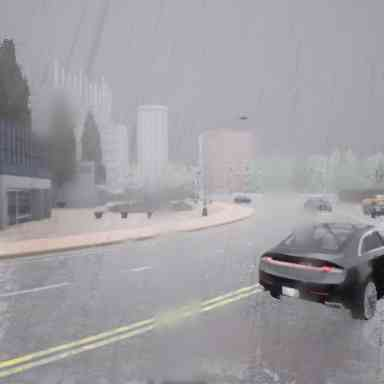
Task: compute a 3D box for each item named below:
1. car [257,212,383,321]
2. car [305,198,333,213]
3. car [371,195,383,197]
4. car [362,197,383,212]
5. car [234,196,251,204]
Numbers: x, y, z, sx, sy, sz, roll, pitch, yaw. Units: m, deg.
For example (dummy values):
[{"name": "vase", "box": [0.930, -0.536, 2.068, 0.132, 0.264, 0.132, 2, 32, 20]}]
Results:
[{"name": "car", "box": [3.363, 1.416, 7.226, 4.902, 1.511, 2.128, -1, 0, -45]}, {"name": "car", "box": [12.306, 1.254, 32.512, 1.994, 1.385, 4.181, -1, 0, 9]}, {"name": "car", "box": [20.095, 1.047, 35.733, 1.882, 1.535, 5.008, -1, 0, 4]}, {"name": "car", "box": [14.548, 1.287, 25.727, 1.895, 1.301, 4.718, -1, 0, 18]}, {"name": "car", "box": [8.278, 1.256, 54.386, 1.895, 1.301, 4.718, -1, 0, -6]}]
